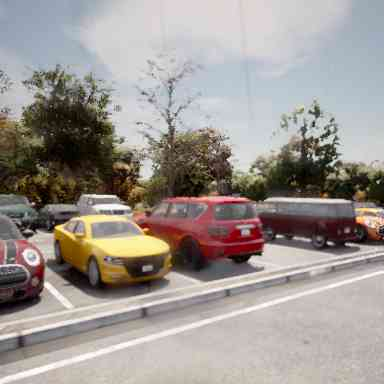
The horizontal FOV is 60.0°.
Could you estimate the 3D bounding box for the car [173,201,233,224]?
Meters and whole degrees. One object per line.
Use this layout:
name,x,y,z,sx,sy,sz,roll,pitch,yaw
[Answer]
car,0.743,1.551,27.113,1.946,1.575,5.366,1,-1,-36

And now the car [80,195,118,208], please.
car,-5.930,1.203,22.048,2.435,2.045,5.566,0,0,-36

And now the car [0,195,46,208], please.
car,-10.350,1.179,18.837,2.435,2.045,5.566,0,0,-36

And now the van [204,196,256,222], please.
van,3.190,1.375,28.502,1.878,1.987,4.442,1,-1,-36

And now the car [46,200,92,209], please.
car,-8.204,1.441,20.424,2.231,1.521,4.892,0,0,-36

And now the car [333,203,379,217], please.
car,20.007,2.202,40.712,2.002,1.452,4.674,2,-1,-36

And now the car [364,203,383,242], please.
car,7.374,1.415,16.581,2.185,1.767,4.553,1,-1,-36

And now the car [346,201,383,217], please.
car,22.557,2.142,42.602,2.185,1.767,4.553,2,-1,-35

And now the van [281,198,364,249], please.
van,4.860,1.277,14.877,1.878,1.987,4.442,1,0,-36

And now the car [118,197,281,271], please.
car,-0.110,1.192,11.183,2.435,2.045,5.566,1,0,-36

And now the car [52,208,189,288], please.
car,-2.457,1.432,9.448,2.097,1.535,5.008,0,0,-36

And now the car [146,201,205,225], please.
car,-1.417,1.513,25.560,1.946,1.575,5.366,1,0,-36

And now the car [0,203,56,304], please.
car,-4.928,1.295,7.685,2.185,1.767,4.553,0,0,-36
